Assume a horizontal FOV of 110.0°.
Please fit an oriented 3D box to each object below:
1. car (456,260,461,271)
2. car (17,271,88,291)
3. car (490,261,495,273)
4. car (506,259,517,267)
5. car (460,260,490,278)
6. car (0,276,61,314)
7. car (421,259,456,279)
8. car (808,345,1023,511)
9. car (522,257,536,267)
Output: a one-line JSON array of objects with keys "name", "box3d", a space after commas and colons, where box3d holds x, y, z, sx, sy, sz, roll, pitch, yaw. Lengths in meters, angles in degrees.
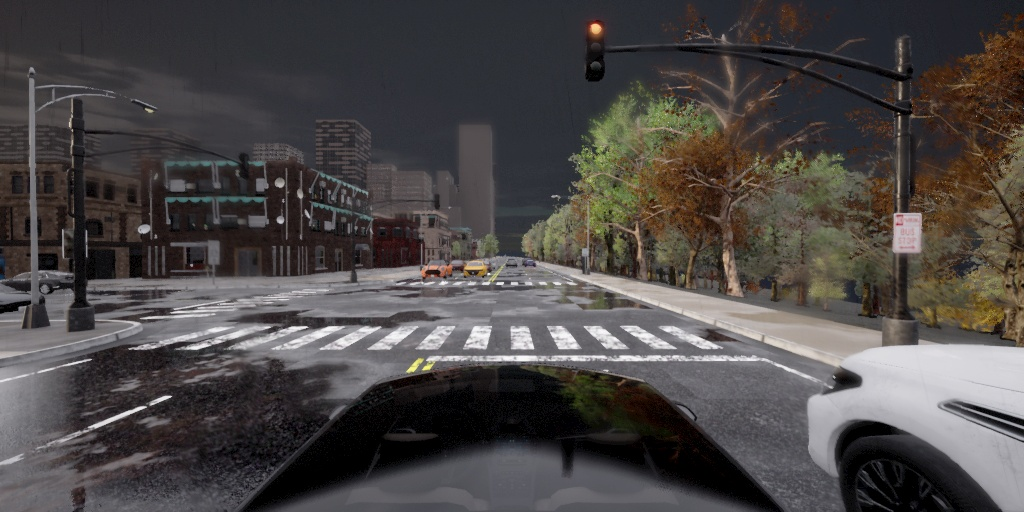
[{"name": "car", "box3d": [-6.687, 1.213, 43.746, 1.882, 1.535, 5.008, 0, 0, 0]}, {"name": "car", "box3d": [-28.321, 1.559, 21.594, 4.403, 1.370, 2.007, 0, 0, 0]}, {"name": "car", "box3d": [-3.440, 1.261, 43.984, 1.812, 1.442, 4.674, 0, 0, 0]}, {"name": "car", "box3d": [-0.039, 1.290, 64.077, 1.994, 1.385, 4.181, 0, 0, 0]}, {"name": "car", "box3d": [-3.418, 1.217, 34.092, 1.882, 1.535, 5.008, 0, 0, 0]}, {"name": "car", "box3d": [-19.970, 1.564, 13.099, 4.313, 1.339, 1.948, 0, 0, 0]}, {"name": "car", "box3d": [-6.665, 1.093, 32.295, 2.097, 1.767, 4.553, 0, 0, 0]}, {"name": "car", "box3d": [3.356, 0.972, 0.343, 2.150, 2.045, 5.566, 0, 0, 0]}, {"name": "car", "box3d": [3.219, 1.252, 64.046, 1.812, 1.442, 4.674, 0, 0, 0]}]
